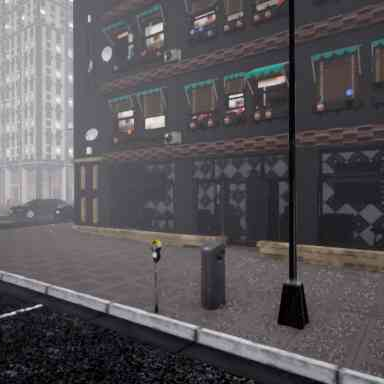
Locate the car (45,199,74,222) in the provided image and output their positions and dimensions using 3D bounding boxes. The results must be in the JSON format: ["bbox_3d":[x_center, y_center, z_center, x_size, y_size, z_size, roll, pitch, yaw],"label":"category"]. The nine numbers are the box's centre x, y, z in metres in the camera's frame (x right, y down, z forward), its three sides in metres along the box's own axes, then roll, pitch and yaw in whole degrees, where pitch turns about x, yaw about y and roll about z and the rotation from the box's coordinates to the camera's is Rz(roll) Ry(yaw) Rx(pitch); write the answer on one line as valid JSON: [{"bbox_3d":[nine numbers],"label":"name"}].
[{"bbox_3d":[-7.317,1.279,22.792,1.947,1.339,4.313,1,1,35],"label":"car"}]

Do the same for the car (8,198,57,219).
[{"bbox_3d":[-11.882,1.239,26.388,1.837,1.490,4.892,0,1,35],"label":"car"}]
